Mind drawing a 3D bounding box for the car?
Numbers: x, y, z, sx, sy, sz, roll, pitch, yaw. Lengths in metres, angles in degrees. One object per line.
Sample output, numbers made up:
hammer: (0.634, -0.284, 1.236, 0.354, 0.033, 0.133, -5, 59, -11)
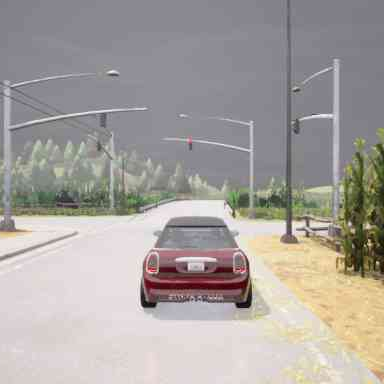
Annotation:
car: (0.098, 1.356, 8.081, 2.097, 1.767, 4.553, 0, 0, 1)
